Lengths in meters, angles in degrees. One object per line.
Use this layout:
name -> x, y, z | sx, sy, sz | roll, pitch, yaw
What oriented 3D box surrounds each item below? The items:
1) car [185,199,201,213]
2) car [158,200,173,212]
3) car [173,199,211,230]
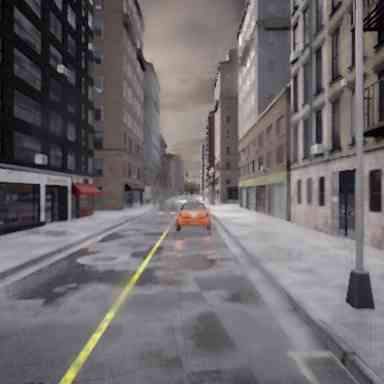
car -> 0.113, 1.640, 40.302 | 1.837, 1.490, 4.892 | 0, 0, 0
car -> -3.003, 1.664, 41.107 | 1.812, 1.442, 4.674 | 0, 0, 0
car -> 0.109, 1.413, 21.605 | 2.097, 1.767, 4.553 | 0, 0, 0
